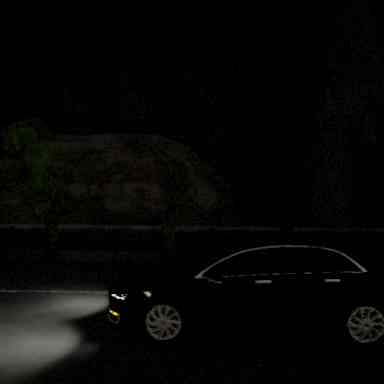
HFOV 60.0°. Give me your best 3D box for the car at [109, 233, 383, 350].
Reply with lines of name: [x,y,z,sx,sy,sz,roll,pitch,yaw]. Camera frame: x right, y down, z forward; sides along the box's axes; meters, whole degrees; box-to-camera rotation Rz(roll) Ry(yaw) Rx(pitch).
car: [1.087,1.486,5.616,4.892,1.490,1.837,0,0,1]
